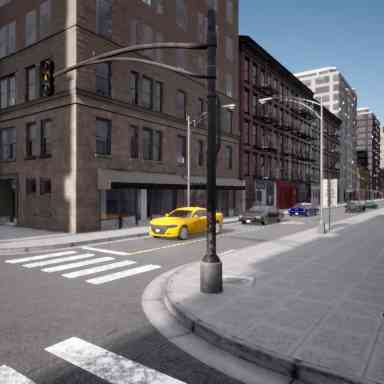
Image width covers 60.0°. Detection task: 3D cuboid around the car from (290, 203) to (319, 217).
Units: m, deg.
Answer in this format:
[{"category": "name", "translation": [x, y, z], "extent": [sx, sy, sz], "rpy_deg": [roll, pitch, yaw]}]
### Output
[{"category": "car", "translation": [11.535, 1.815, 34.314], "extent": [1.895, 1.301, 4.718], "rpy_deg": [0, 0, 36]}]

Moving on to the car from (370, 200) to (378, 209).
[{"category": "car", "translation": [27.777, 1.904, 52.043], "extent": [1.994, 1.385, 4.181], "rpy_deg": [0, 0, 35]}]

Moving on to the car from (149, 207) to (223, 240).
[{"category": "car", "translation": [-0.188, 1.575, 17.872], "extent": [1.882, 1.535, 5.008], "rpy_deg": [0, 0, 35]}]

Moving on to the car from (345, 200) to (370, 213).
[{"category": "car", "translation": [20.761, 1.770, 42.193], "extent": [2.128, 1.511, 4.902], "rpy_deg": [0, 0, 36]}]

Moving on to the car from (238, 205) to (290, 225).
[{"category": "car", "translation": [5.551, 1.704, 25.932], "extent": [2.033, 1.411, 5.357], "rpy_deg": [0, 0, 35]}]
